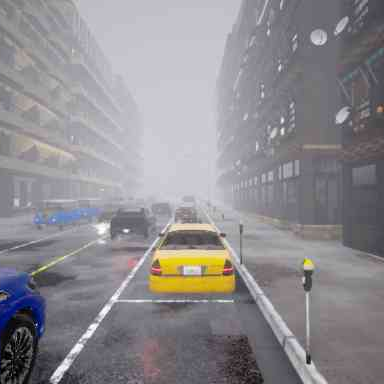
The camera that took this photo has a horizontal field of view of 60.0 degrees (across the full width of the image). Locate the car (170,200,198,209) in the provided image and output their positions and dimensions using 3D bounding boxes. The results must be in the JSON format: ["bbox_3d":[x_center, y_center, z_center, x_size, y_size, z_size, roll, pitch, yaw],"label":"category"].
[{"bbox_3d":[-0.437,1.572,26.224,1.887,1.381,4.507,1,0,0],"label":"car"}]

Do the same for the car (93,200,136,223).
[{"bbox_3d":[-5.867,1.590,25.690,1.994,1.385,4.181,0,0,0],"label":"car"}]

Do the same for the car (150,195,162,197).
[{"bbox_3d":[-8.315,1.471,70.528,2.192,1.841,5.009,1,0,0],"label":"car"}]

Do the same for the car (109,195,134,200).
[{"bbox_3d":[-8.312,1.366,37.346,2.192,1.841,5.009,1,0,0],"label":"car"}]

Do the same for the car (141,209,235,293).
[{"bbox_3d":[0.004,1.462,8.843,1.801,1.575,5.366,0,0,0],"label":"car"}]

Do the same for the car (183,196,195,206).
[{"bbox_3d":[-0.471,1.553,59.411,1.967,1.590,4.097,1,0,0],"label":"car"}]

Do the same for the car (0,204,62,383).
[{"bbox_3d":[-2.924,1.222,1.839,2.150,2.045,5.566,0,0,0],"label":"car"}]

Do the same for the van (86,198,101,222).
[{"bbox_3d":[-8.313,1.368,26.285,1.690,1.788,3.998,1,0,0],"label":"van"}]

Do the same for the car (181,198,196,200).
[{"bbox_3d":[-0.437,1.582,31.754,1.887,1.381,4.507,1,0,0],"label":"car"}]

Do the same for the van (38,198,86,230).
[{"bbox_3d":[-8.312,1.359,20.753,1.690,1.788,3.998,2,0,0],"label":"van"}]

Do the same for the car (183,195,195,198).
[{"bbox_3d":[-0.428,1.490,37.286,1.967,1.590,4.097,1,0,0],"label":"car"}]

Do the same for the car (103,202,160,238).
[{"bbox_3d":[-3.021,1.518,17.675,1.837,1.490,4.892,0,0,0],"label":"car"}]

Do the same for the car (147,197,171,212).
[{"bbox_3d":[-2.926,1.517,32.851,1.882,1.535,5.008,0,0,0],"label":"car"}]

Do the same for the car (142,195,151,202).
[{"bbox_3d":[-8.319,1.660,53.938,1.947,1.339,4.313,1,0,0],"label":"car"}]

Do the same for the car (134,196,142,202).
[{"bbox_3d":[-8.312,1.379,42.876,2.192,1.841,5.009,1,0,0],"label":"car"}]

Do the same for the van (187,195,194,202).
[{"bbox_3d":[-0.471,1.576,87.068,1.690,1.788,3.998,1,0,0],"label":"van"}]

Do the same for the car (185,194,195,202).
[{"bbox_3d":[-0.470,1.521,81.536,2.192,1.841,5.009,1,0,0],"label":"car"}]
